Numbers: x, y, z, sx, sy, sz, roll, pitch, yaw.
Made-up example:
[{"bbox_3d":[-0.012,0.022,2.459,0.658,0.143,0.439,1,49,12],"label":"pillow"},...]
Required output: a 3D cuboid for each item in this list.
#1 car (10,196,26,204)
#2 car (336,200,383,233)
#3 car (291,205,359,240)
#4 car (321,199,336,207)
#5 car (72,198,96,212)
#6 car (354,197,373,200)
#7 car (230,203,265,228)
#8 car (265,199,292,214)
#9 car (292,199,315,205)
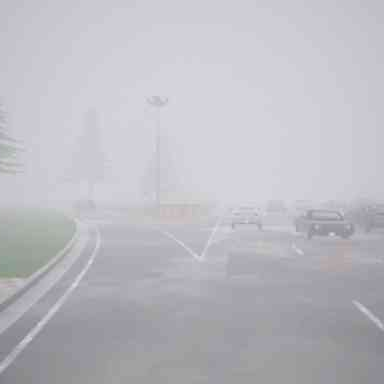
[{"bbox_3d":[-34.619,1.564,66.208,1.994,1.385,4.181,0,0,-43],"label":"car"},{"bbox_3d":[10.188,1.424,18.881,2.128,1.511,4.902,0,0,7],"label":"car"},{"bbox_3d":[6.398,1.551,16.741,1.895,1.301,4.718,0,0,7],"label":"car"},{"bbox_3d":[15.984,1.483,37.304,1.895,1.301,4.718,0,0,7],"label":"car"},{"bbox_3d":[-12.382,1.472,37.922,2.128,1.511,4.902,0,0,-31],"label":"car"},{"bbox_3d":[19.645,1.373,38.388,1.837,1.490,4.892,0,0,7],"label":"car"},{"bbox_3d":[3.471,1.478,21.719,1.812,1.442,4.674,0,0,7],"label":"car"},{"bbox_3d":[8.555,1.461,34.260,2.033,1.411,5.357,0,0,7],"label":"car"},{"bbox_3d":[12.509,1.495,37.730,1.895,1.301,4.718,0,0,7],"label":"car"}]
